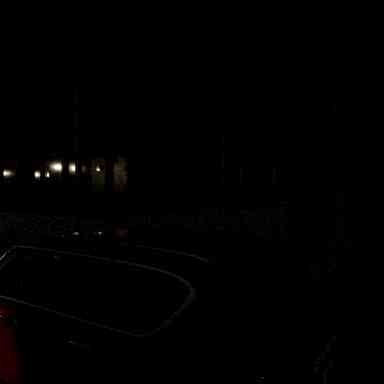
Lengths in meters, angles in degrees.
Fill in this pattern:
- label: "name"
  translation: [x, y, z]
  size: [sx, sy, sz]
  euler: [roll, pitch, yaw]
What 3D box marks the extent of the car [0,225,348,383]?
- label: "car"
  translation: [-1.004, 1.315, 3.682]
  size: [5.009, 1.841, 2.192]
  euler: [0, 0, 35]
